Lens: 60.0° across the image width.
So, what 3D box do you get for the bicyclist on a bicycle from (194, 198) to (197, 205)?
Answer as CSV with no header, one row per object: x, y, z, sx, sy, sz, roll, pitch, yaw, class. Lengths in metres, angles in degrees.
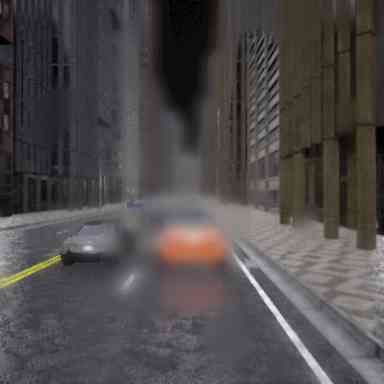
0.894,2.338,83.464,0.659,1.776,1.843,0,0,0,bicyclist on a bicycle

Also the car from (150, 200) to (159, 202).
-6.554,2.177,57.399,1.882,1.535,5.008,0,-1,0,car

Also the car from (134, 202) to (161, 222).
-3.202,1.861,27.261,1.837,1.490,4.892,0,0,1,car

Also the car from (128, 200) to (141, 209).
-9.802,2.177,57.388,1.882,1.535,5.008,0,-1,0,car

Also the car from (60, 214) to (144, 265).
-3.201,1.728,12.289,1.994,1.385,4.181,0,-1,0,car

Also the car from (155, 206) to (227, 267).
0.047,1.513,12.167,2.097,1.767,4.553,0,-1,0,car

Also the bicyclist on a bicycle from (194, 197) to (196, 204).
0.894,2.417,92.463,0.659,1.776,1.843,0,0,0,bicyclist on a bicycle

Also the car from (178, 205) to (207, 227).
0.048,1.846,27.232,2.128,1.511,4.902,0,-1,0,car
